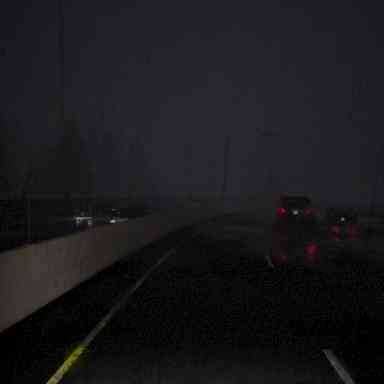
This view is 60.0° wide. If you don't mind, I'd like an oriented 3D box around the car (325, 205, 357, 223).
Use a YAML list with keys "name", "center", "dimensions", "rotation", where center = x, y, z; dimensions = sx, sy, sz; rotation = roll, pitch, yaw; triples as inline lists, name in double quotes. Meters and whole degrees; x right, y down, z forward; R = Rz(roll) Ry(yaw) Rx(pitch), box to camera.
- name: "car"
  center: [11.493, 1.660, 25.974]
  dimensions: [1.895, 1.301, 4.718]
  rotation: [0, 0, 18]

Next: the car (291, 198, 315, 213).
- name: "car"
  center: [13.194, 1.565, 39.274]
  dimensions: [2.128, 1.511, 4.902]
  rotation: [0, 0, 26]

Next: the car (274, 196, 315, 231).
- name: "car"
  center: [6.532, 1.259, 21.382]
  dimensions: [2.150, 2.045, 5.566]
  rotation: [0, 0, 14]

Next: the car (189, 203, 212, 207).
- name: "car"
  center: [0.816, 1.499, 37.792]
  dimensions: [1.882, 1.535, 5.008]
  rotation: [0, 0, 23]
